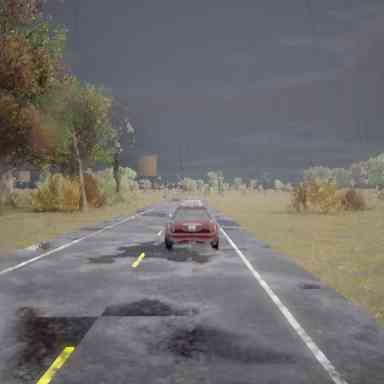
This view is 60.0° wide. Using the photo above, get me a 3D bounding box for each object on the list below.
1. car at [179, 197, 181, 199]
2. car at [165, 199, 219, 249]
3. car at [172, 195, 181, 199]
[{"bbox_3d":[0.000,1.470,29.652,1.882,1.535,5.008,0,0,0],"label":"car"},{"bbox_3d":[0.000,1.359,14.621,2.097,1.767,4.553,0,0,0],"label":"car"},{"bbox_3d":[-3.500,1.456,75.929,1.994,1.385,4.181,0,0,0],"label":"car"}]
